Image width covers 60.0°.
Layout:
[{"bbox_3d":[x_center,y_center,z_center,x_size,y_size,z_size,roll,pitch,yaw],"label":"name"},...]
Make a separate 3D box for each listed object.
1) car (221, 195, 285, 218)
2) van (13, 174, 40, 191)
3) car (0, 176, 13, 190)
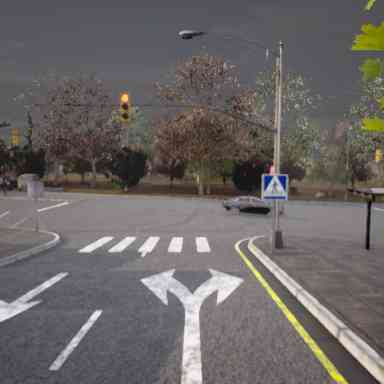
[{"bbox_3d":[4.744,1.079,25.932,4.902,1.511,2.128,4,4,3],"label":"car"},{"bbox_3d":[-20.262,-1.188,41.297,1.878,1.987,4.442,1,5,-14],"label":"van"},{"bbox_3d":[-23.231,-1.213,41.696,2.185,1.767,4.553,0,5,-13],"label":"car"}]
